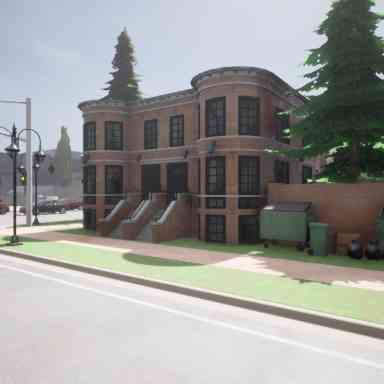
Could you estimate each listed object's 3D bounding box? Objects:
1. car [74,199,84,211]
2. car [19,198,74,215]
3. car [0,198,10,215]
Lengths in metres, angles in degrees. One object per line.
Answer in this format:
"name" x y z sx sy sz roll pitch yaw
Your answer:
"car" -14.974 1.478 39.563 1.882 1.535 5.008 0 0 33
"car" -14.802 1.505 33.568 1.837 1.490 4.892 0 0 34
"car" -20.189 1.352 31.957 2.097 1.767 4.553 0 0 35
